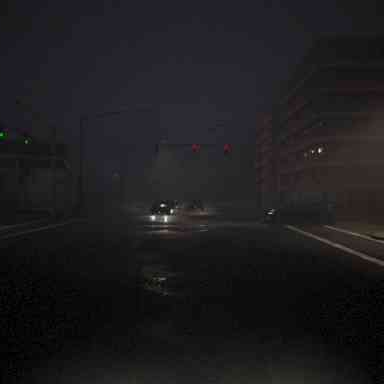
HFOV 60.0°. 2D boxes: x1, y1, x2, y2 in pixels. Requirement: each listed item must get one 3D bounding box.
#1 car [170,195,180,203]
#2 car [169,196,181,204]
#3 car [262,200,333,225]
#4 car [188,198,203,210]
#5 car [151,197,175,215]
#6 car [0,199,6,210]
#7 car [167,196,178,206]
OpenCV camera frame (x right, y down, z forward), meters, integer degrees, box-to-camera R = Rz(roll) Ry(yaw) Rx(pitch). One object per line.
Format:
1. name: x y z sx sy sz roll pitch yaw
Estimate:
1. car: -3.334 1.352 54.200 2.097 1.767 4.553 0 0 0
2. car: -3.374 1.564 66.423 1.994 1.385 4.181 0 0 1
3. car: 7.289 1.352 23.338 4.553 1.767 2.097 0 0 0
4. car: 0.422 1.526 42.954 1.812 1.442 4.674 0 0 0
5. car: -3.168 1.547 34.715 2.033 1.411 5.357 0 0 -1
6. car: -24.046 1.456 38.922 3.806 1.475 1.970 0 0 1
7. car: -3.249 1.564 44.102 1.994 1.385 4.181 0 0 0
